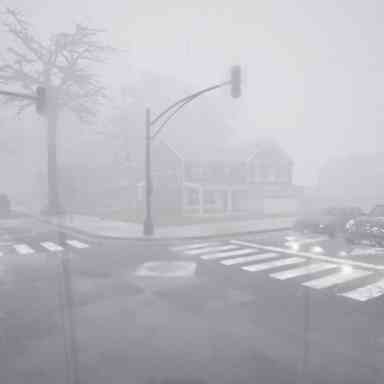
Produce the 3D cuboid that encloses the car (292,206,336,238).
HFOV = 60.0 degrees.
[{"bbox_3d":[7.481,1.430,16.988,5.357,1.411,2.033,-1,0,-35],"label":"car"}]

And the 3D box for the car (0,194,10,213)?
[{"bbox_3d":[-21.624,1.262,36.839,2.150,2.045,5.566,-1,0,-36],"label":"car"}]

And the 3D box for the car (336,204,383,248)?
[{"bbox_3d":[8.199,1.245,13.509,4.553,1.767,2.097,-1,0,-35],"label":"car"}]
